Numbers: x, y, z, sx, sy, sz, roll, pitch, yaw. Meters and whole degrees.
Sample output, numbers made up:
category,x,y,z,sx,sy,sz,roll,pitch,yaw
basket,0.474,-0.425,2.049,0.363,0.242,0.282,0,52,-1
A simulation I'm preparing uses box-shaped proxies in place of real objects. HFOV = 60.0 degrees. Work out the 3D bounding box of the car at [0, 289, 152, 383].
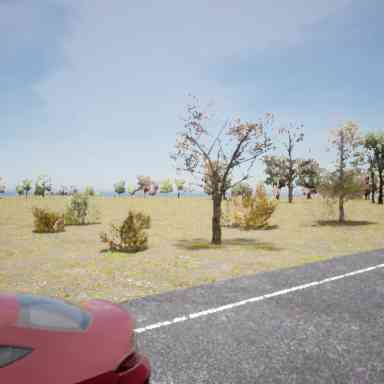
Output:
category,x,y,z,sx,sy,sz,roll,pitch,yaw
car,-2.524,1.525,2.190,4.674,1.442,1.812,0,0,-35
